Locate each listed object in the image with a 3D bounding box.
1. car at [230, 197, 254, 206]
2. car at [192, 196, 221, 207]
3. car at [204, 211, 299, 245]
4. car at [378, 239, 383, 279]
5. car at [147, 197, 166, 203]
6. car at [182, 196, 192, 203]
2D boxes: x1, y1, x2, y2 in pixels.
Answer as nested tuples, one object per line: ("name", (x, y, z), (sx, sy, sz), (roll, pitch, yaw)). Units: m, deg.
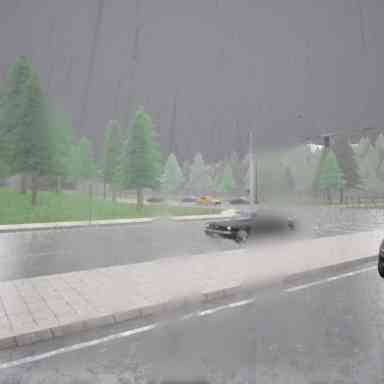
("car", (8.400, 1.516, 56.646), (1.812, 1.442, 4.674), (0, 0, -35))
("car", (2.615, 1.470, 52.698), (1.882, 1.535, 5.008), (0, 0, -35))
("car", (2.876, 1.598, 15.788), (4.718, 1.301, 1.895), (0, 0, -35))
("car", (6.883, 1.350, 8.688), (4.553, 1.767, 2.097), (0, 0, -35))
("car", (-7.120, 1.594, 66.721), (1.895, 1.301, 4.718), (0, 0, -34))
("car", (-0.308, 1.516, 69.235), (1.812, 1.442, 4.674), (0, 0, -35))
